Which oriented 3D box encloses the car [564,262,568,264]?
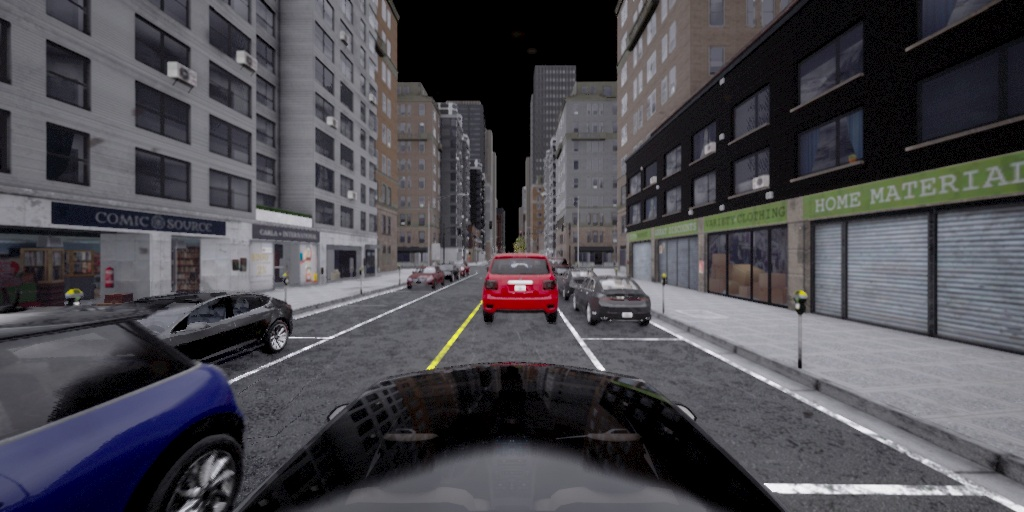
[{"bbox_3d":[3.213,1.268,22.469,1.948,1.339,4.313,0,0,1],"label":"car"}]

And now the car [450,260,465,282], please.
[{"bbox_3d":[-5.211,1.256,28.140,1.948,1.339,4.313,0,0,1],"label":"car"}]

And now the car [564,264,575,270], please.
[{"bbox_3d":[3.113,1.265,16.946,2.007,1.370,4.403,0,0,1],"label":"car"}]

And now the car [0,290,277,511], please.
[{"bbox_3d":[-3.139,1.104,0.839,2.097,1.767,4.553,0,0,1],"label":"car"}]

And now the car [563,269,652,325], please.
[{"bbox_3d":[3.013,1.278,11.424,2.007,1.370,4.403,0,0,1],"label":"car"}]

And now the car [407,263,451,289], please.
[{"bbox_3d":[-5.311,1.285,22.616,1.802,1.307,4.207,0,0,1],"label":"car"}]

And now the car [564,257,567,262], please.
[{"bbox_3d":[3.314,1.004,27.992,2.192,1.841,5.009,0,0,1],"label":"car"}]

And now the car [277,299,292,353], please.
[{"bbox_3d":[-5.612,1.306,6.043,1.948,1.339,4.313,0,0,1],"label":"car"}]

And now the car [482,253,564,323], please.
[{"bbox_3d":[0.264,0.945,12.114,2.150,2.045,5.566,0,0,1],"label":"car"}]

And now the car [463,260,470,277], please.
[{"bbox_3d":[-5.111,1.117,33.664,1.967,1.591,4.097,0,0,1],"label":"car"}]
